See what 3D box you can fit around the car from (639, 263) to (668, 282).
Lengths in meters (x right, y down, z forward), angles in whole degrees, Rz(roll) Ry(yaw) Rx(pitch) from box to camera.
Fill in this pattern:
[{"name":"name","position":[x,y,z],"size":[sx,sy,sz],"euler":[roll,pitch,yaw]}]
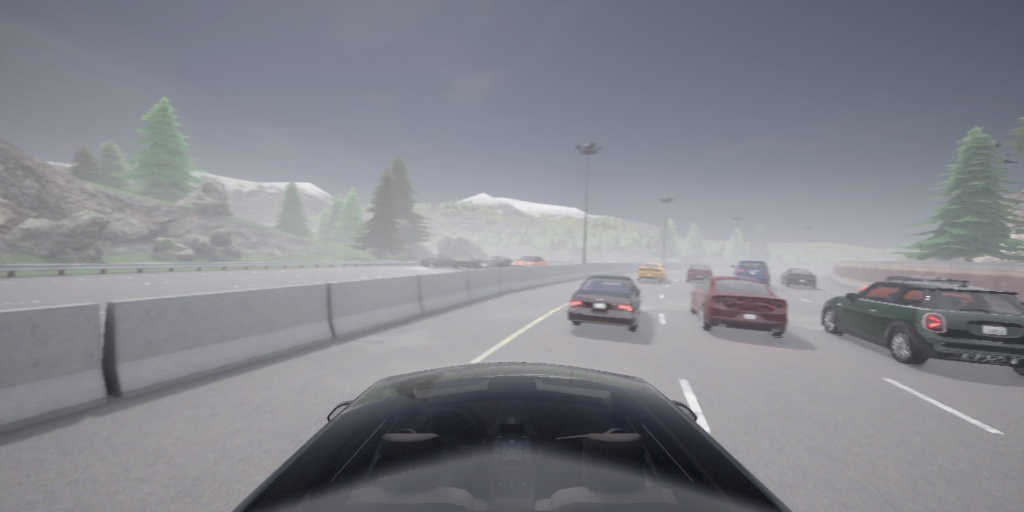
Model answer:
[{"name":"car","position":[12.113,1.331,30.710],"size":[1.882,1.535,5.008],"euler":[3,1,29]}]

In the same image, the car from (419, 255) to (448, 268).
[{"name":"car","position":[-7.921,0.548,38.212],"size":[1.994,1.385,4.181],"euler":[3,1,28]}]

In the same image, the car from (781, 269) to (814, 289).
[{"name":"car","position":[23.734,1.792,29.826],"size":[1.882,1.535,5.008],"euler":[3,1,31]}]

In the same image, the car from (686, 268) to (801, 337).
[{"name":"car","position":[6.848,1.372,11.280],"size":[1.882,1.535,5.008],"euler":[2,1,21]}]

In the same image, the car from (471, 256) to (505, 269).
[{"name":"car","position":[-1.483,0.760,35.418],"size":[2.128,1.511,4.902],"euler":[3,1,28]}]

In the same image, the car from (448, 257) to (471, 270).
[{"name":"car","position":[-4.233,0.733,37.702],"size":[1.895,1.301,4.718],"euler":[3,1,29]}]

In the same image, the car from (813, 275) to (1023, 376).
[{"name":"car","position":[9.566,1.385,8.565],"size":[2.097,1.767,4.553],"euler":[3,1,20]}]

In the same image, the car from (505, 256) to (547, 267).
[{"name":"car","position":[1.647,0.759,33.843],"size":[2.097,1.767,4.553],"euler":[3,1,28]}]

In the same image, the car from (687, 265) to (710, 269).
[{"name":"car","position":[15.970,1.484,30.440],"size":[1.882,1.535,5.008],"euler":[3,1,29]}]

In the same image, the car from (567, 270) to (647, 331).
[{"name":"car","position":[3.065,1.295,11.292],"size":[2.033,1.411,5.357],"euler":[2,1,21]}]

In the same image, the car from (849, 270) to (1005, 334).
[{"name":"car","position":[15.459,1.547,13.834],"size":[2.097,1.767,4.553],"euler":[3,1,23]}]

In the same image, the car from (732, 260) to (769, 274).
[{"name":"car","position":[18.643,1.360,28.098],"size":[2.150,2.045,5.566],"euler":[3,1,29]}]
